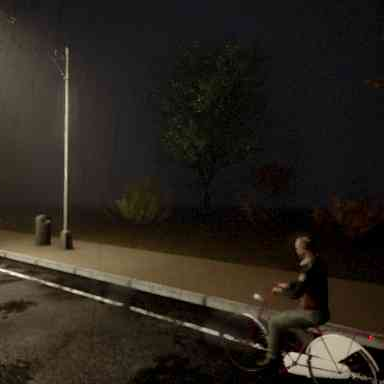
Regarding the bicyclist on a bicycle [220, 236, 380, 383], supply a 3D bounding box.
[{"bbox_3d":[1.110,1.381,3.844,1.843,1.776,0.659,1,0,36],"label":"bicyclist on a bicycle"}]
